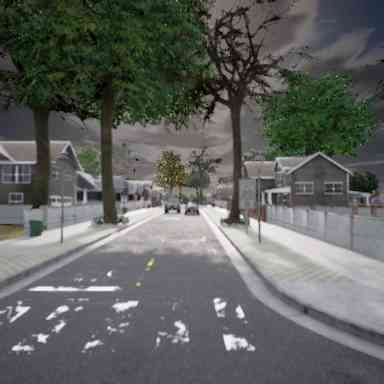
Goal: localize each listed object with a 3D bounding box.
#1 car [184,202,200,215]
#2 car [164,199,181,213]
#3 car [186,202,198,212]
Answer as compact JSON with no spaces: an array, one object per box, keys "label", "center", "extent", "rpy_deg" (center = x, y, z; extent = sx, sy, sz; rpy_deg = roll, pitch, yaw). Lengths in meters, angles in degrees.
[{"label":"car","center":[0.002,2.175,43.217],"extent":[1.812,1.442,4.674],"rpy_deg":[0,-1,0]},{"label":"car","center":[-2.749,1.968,48.228],"extent":[2.150,2.045,5.566],"rpy_deg":[0,-1,0]},{"label":"car","center":[0.001,2.354,53.254],"extent":[1.837,1.490,4.892],"rpy_deg":[0,-1,0]}]
